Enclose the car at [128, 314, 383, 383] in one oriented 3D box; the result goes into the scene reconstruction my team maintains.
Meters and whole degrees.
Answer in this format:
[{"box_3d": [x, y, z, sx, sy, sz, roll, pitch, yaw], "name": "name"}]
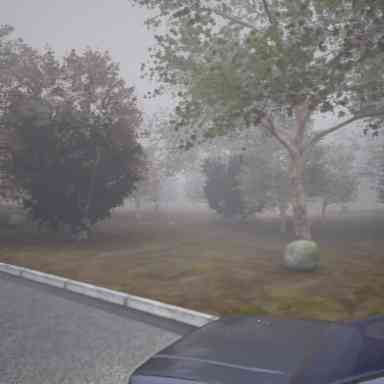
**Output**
[{"box_3d": [1.987, 1.548, 1.961, 5.357, 1.411, 2.033, 0, 0, 35], "name": "car"}]
